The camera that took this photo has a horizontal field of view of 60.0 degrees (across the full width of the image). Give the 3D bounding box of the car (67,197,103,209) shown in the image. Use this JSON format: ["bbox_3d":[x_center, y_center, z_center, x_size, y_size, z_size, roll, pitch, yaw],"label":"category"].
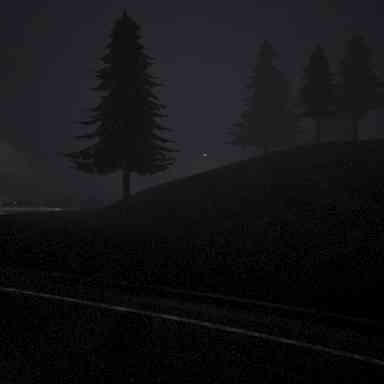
[{"bbox_3d":[-14.557,1.492,46.402,2.128,1.511,4.902,0,0,22],"label":"car"}]

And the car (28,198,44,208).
[{"bbox_3d":[-21.052,1.477,49.015,1.882,1.535,5.008,0,0,22],"label":"car"}]

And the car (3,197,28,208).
[{"bbox_3d":[-25.028,1.477,48.511,1.882,1.535,5.008,0,0,22],"label":"car"}]

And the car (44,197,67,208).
[{"bbox_3d":[-18.044,1.504,47.114,1.837,1.490,4.892,0,0,22],"label":"car"}]
